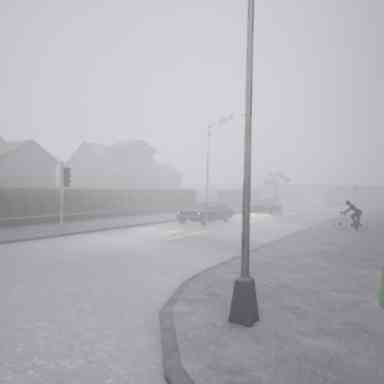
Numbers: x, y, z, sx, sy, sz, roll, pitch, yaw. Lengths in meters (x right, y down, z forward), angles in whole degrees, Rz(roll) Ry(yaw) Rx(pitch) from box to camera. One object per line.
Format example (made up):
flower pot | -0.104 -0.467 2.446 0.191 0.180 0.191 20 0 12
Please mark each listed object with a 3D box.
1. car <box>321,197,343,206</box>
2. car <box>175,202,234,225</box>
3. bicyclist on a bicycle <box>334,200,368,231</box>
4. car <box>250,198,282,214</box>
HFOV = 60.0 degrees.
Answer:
car | 20.478 1.352 48.897 1.895 1.301 4.718 1 1 7
car | 0.918 1.326 21.558 1.895 1.301 4.718 2 1 32
bicyclist on a bicycle | 8.585 1.281 17.992 1.656 1.620 0.582 1 1 32
car | 7.025 1.277 31.431 1.994 1.385 4.181 2 1 32
